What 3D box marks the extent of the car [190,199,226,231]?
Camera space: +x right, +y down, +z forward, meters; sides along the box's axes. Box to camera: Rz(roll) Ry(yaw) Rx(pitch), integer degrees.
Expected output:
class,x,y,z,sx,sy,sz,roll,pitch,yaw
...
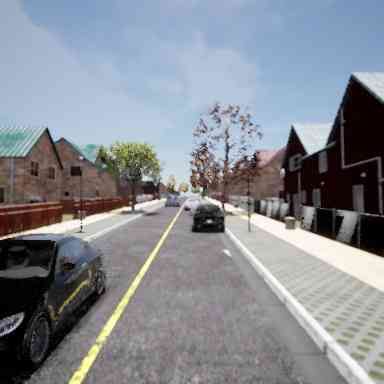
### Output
class,x,y,z,sx,sy,sz,roll,pitch,yaw
car,0.957,1.450,20.592,1.882,1.535,5.008,0,0,0

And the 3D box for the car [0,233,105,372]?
class,x,y,z,sx,sy,sz,roll,pitch,yaw
car,-2.851,1.518,5.832,1.812,1.442,4.674,0,0,0

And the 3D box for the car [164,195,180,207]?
class,x,y,z,sx,sy,sz,roll,pitch,yaw
car,-2.838,1.294,48.749,2.097,1.767,4.553,0,0,0

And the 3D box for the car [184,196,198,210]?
class,x,y,z,sx,sy,sz,roll,pitch,yaw
car,0.009,1.475,41.428,1.812,1.442,4.674,0,0,0

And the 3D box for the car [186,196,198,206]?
class,x,y,z,sx,sy,sz,roll,pitch,yaw
car,-0.015,1.415,53.519,1.882,1.535,5.008,0,0,0
